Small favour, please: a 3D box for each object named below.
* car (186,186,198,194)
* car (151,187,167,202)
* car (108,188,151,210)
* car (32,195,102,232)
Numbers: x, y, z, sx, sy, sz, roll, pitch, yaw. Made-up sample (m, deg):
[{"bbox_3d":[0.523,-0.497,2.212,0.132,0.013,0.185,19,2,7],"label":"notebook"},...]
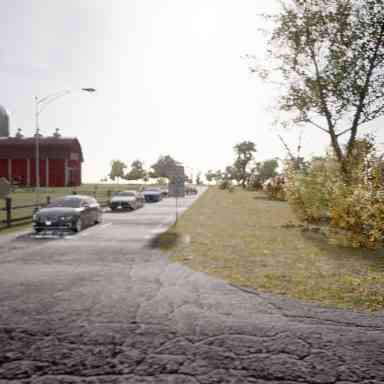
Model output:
[{"bbox_3d":[-0.047,-0.357,58.974,1.994,1.385,4.181,0,2,4],"label":"car"},{"bbox_3d":[-4.374,0.247,36.865,1.882,1.535,5.008,0,2,4],"label":"car"},{"bbox_3d":[-5.066,0.636,26.781,2.033,1.411,5.357,0,2,4],"label":"car"},{"bbox_3d":[-5.705,0.946,15.781,1.837,1.490,4.892,0,1,2],"label":"car"}]
